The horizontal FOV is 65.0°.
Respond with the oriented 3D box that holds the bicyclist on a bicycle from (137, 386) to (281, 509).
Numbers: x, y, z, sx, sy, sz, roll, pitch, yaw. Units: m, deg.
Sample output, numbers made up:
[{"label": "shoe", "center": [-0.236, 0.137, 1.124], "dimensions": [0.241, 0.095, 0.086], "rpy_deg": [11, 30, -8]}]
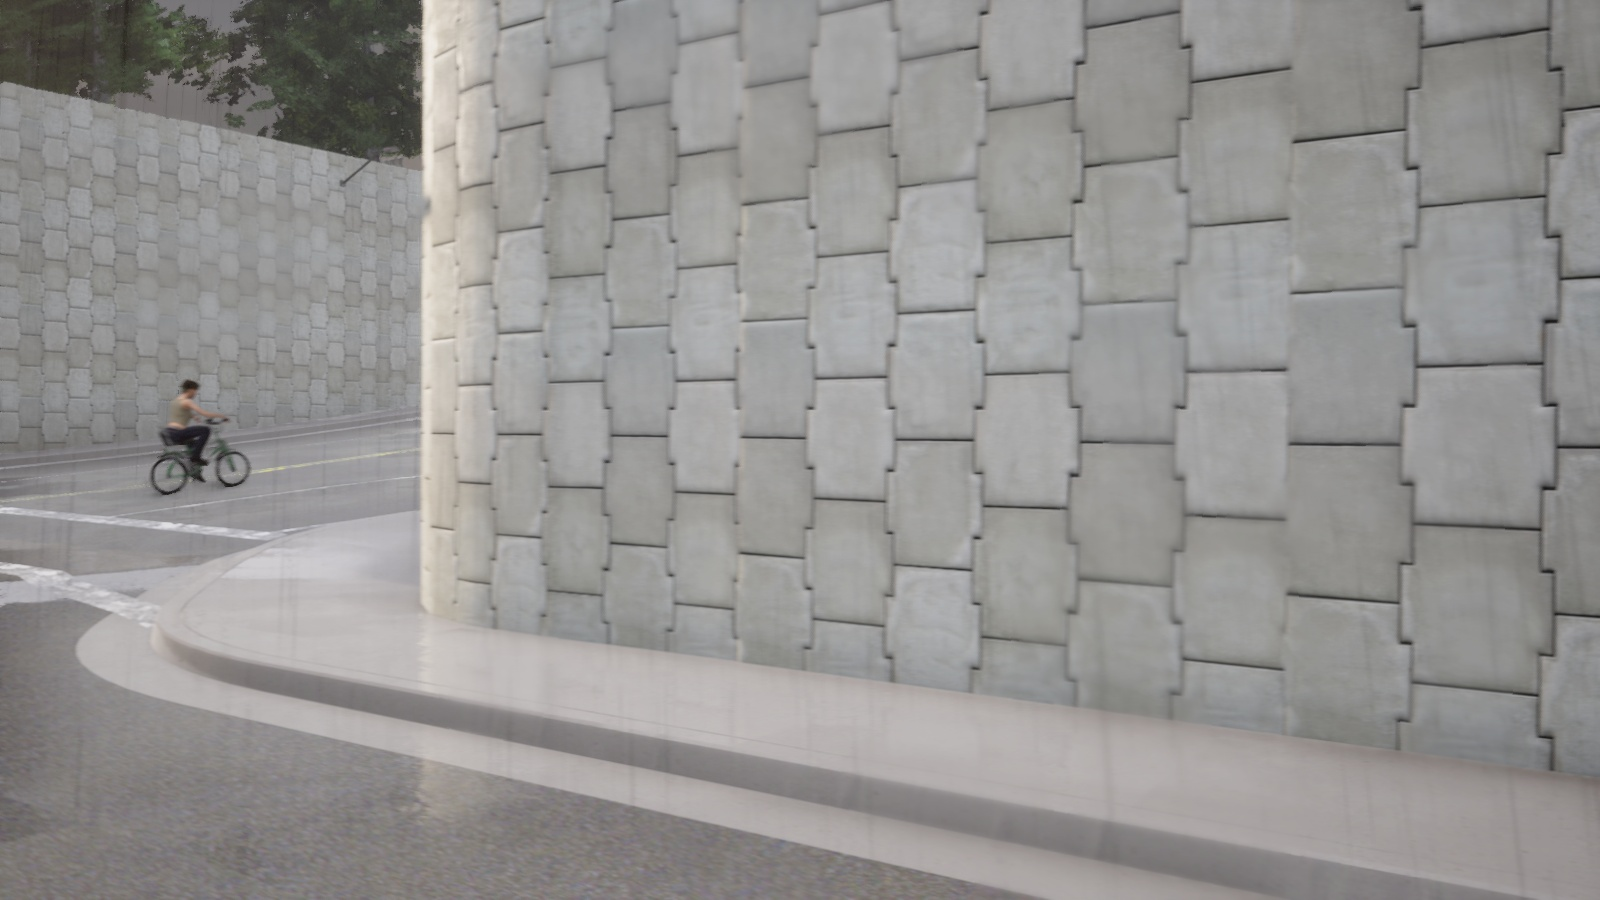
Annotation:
[{"label": "bicyclist on a bicycle", "center": [-8.491, -0.065, 18.086], "dimensions": [0.866, 1.612, 1.509], "rpy_deg": [0, 6, 35]}]
